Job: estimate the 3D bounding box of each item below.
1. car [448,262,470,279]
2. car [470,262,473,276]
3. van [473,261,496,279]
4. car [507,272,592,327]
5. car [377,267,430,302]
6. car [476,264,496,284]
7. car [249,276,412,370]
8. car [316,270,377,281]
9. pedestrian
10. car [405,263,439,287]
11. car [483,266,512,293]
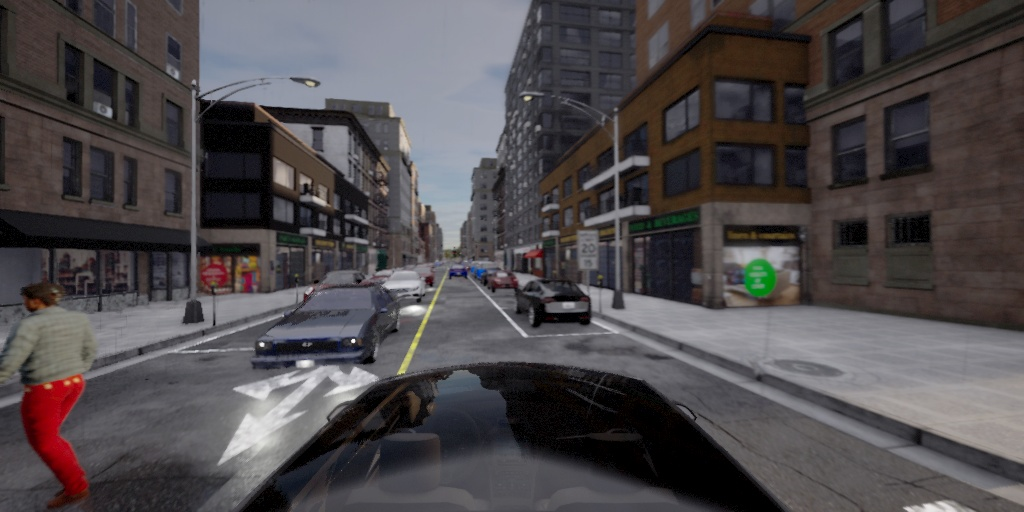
[{"bbox_3d":[-5.815,1.661,38.623,1.882,1.535,5.008,0,-1,-10],"label":"car"},{"bbox_3d":[-3.299,1.715,39.002,2.007,1.370,4.403,0,0,-9],"label":"car"},{"bbox_3d":[-2.396,1.439,33.566,1.690,1.789,3.998,0,0,-9],"label":"van"},{"bbox_3d":[1.214,1.407,11.823,1.948,1.339,4.313,0,0,-9],"label":"car"},{"bbox_3d":[-5.441,1.491,18.376,1.812,1.442,4.674,0,-1,-10],"label":"car"},{"bbox_3d":[-1.494,1.598,28.131,1.948,1.339,4.313,0,0,-9],"label":"car"},{"bbox_3d":[-3.796,1.398,8.459,2.033,1.411,5.357,0,-1,-9],"label":"car"},{"bbox_3d":[-7.605,1.399,15.944,1.967,1.591,4.097,0,0,-9],"label":"car"},{"bbox_3d":[-3.776,1.089,2.935,0.375,1.860,0.375,0,-1,-9],"label":"pedestrian"},{"bbox_3d":[-7.077,1.560,28.300,1.882,1.535,5.008,0,-1,-9],"label":"car"},{"bbox_3d":[-0.591,1.549,22.695,1.802,1.307,4.207,0,0,-9],"label":"car"}]
